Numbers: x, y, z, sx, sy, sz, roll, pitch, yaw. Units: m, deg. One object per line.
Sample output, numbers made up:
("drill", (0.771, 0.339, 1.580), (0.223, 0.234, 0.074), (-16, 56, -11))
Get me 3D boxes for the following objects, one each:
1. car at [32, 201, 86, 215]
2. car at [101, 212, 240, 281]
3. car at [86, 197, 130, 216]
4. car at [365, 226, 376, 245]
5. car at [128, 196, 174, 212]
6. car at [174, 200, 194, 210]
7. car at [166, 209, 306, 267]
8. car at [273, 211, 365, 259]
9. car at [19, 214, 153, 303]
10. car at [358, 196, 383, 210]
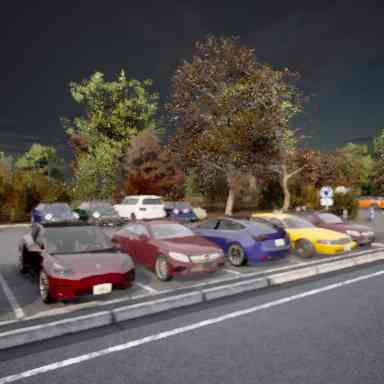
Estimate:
("car", (-8.627, 1.415, 20.972), (2.185, 1.767, 4.553), (0, 0, -35))
("car", (-0.947, 1.582, 10.348), (2.002, 1.452, 4.674), (0, 0, -35))
("car", (-6.355, 1.422, 22.581), (2.185, 1.767, 4.553), (0, 0, -35))
("car", (5.743, 1.604, 15.103), (2.002, 1.452, 4.674), (0, -1, -35))
("car", (-3.978, 1.304, 24.262), (2.435, 2.045, 5.566), (0, 0, -35))
("car", (-1.671, 1.437, 25.823), (2.185, 1.767, 4.553), (0, 0, -35))
("car", (1.309, 1.579, 11.979), (2.163, 1.488, 4.792), (0, 0, -35))
("car", (3.704, 1.554, 13.412), (1.946, 1.575, 5.366), (0, 0, -35))
("car", (-3.199, 1.564, 8.713), (2.163, 1.488, 4.792), (0, 0, -35))
("car", (22.048, 1.306, 42.229), (2.185, 1.767, 4.553), (0, 0, -35))
